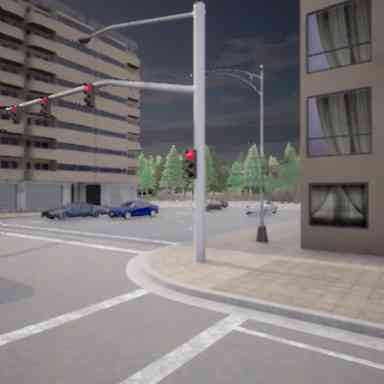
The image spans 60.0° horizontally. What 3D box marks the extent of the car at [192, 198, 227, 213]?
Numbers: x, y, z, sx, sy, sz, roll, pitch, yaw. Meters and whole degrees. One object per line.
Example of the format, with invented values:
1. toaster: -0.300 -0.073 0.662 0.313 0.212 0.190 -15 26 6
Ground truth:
1. car: 1.862 1.562 38.647 1.812 1.442 4.674 0 1 35

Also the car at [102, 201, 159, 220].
1. car: -5.015 1.512 28.838 1.882 1.535 5.008 0 0 35

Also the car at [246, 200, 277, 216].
1. car: 7.050 1.549 33.556 1.812 1.442 4.674 0 0 35

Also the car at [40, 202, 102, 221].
1. car: -9.796 1.587 28.016 2.033 1.411 5.357 0 0 40
